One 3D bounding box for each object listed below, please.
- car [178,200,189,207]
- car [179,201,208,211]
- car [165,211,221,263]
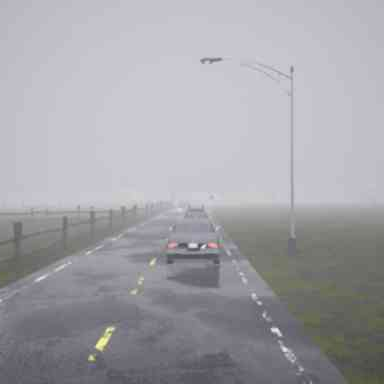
[{"bbox_3d":[-1.300,2.121,58.585,1.837,1.490,4.892,0,-1,3],"label":"car"},{"bbox_3d":[0.358,1.793,28.438,2.128,1.511,4.902,0,0,2],"label":"car"},{"bbox_3d":[0.067,1.680,12.488,2.033,1.411,5.357,0,-1,1],"label":"car"}]
